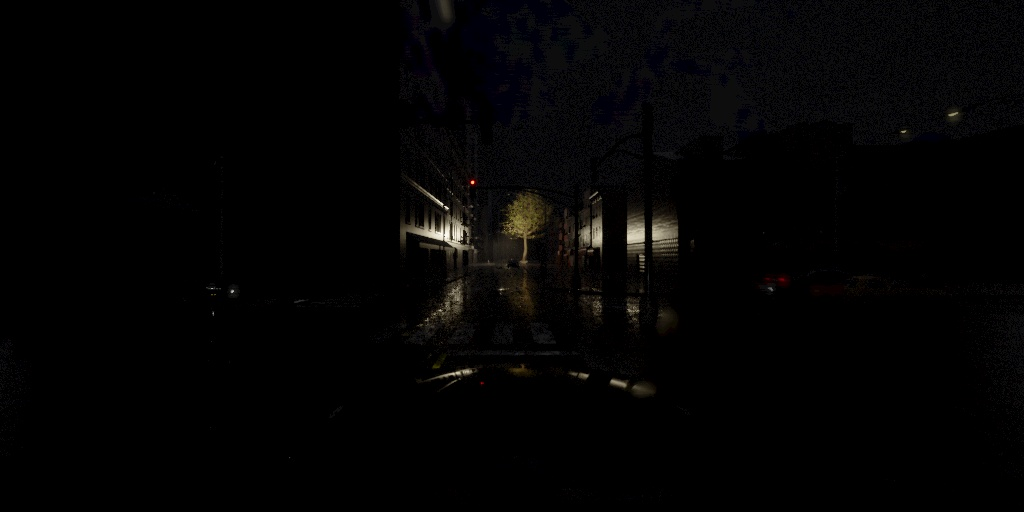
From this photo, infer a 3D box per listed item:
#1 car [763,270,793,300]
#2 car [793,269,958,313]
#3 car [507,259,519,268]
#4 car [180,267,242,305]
[{"bbox_3d":[14.162,1.330,16.205,4.902,1.511,2.128,0,0,0],"label":"car"},{"bbox_3d":[13.903,1.346,13.670,4.829,1.417,1.751,0,0,0],"label":"car"},{"bbox_3d":[0.190,1.274,59.496,2.033,1.411,5.357,0,0,0],"label":"car"},{"bbox_3d":[-13.759,1.177,14.554,4.892,1.490,1.837,0,0,0],"label":"car"}]
